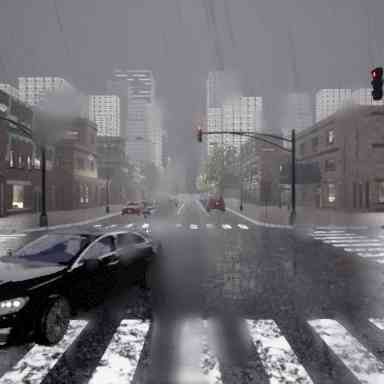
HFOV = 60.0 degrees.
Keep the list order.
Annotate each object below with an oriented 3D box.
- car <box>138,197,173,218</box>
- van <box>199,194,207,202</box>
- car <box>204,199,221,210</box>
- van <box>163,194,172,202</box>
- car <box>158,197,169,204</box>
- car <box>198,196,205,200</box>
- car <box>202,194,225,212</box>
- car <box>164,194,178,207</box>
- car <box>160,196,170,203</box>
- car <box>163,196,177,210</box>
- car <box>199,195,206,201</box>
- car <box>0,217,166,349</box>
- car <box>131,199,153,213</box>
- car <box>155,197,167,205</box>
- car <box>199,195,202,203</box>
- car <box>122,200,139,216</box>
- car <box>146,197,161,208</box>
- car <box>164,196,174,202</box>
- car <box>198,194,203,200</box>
[{"bbox_3d":[-3.100,1.502,29.539,2.128,1.511,4.902,0,0,0],"label":"car"},{"bbox_3d":[2.686,1.427,82.746,1.690,1.788,3.998,0,0,0],"label":"van"},{"bbox_3d":[2.688,1.590,44.069,1.947,1.339,4.313,0,0,0],"label":"car"},{"bbox_3d":[-5.693,1.415,77.220,1.690,1.788,3.998,0,0,0],"label":"van"},{"bbox_3d":[-5.693,1.636,66.169,1.802,1.307,4.206,0,0,0],"label":"car"},{"bbox_3d":[2.686,1.693,93.796,1.802,1.307,4.206,0,0,0],"label":"car"},{"bbox_3d":[2.689,1.333,38.543,2.192,1.841,5.009,0,0,0],"label":"car"},{"bbox_3d":[-3.091,1.522,50.133,2.128,1.511,4.902,0,0,0],"label":"car"},{"bbox_3d":[-5.693,1.589,71.524,1.752,1.417,4.829,0,0,0],"label":"car"},{"bbox_3d":[-3.097,1.524,39.715,1.837,1.490,4.892,0,0,0],"label":"car"},{"bbox_3d":[2.686,1.624,88.441,1.752,1.417,4.829,0,0,0],"label":"car"},{"bbox_3d":[-2.254,1.492,6.593,2.128,1.511,4.902,0,0,22],"label":"car"},{"bbox_3d":[-5.691,1.584,38.542,1.947,1.339,4.313,0,0,0],"label":"car"},{"bbox_3d":[-5.693,1.627,60.644,1.802,1.307,4.206,0,0,0],"label":"car"},{"bbox_3d":[2.688,1.603,55.120,1.947,1.339,4.313,0,0,0],"label":"car"},{"bbox_3d":[-5.779,1.558,33.021,1.887,1.381,4.507,0,0,0],"label":"car"},{"bbox_3d":[-5.692,1.555,49.423,1.752,1.417,4.829,0,0,0],"label":"car"},{"bbox_3d":[-5.694,1.637,82.745,2.008,1.369,4.403,0,0,0],"label":"car"},{"bbox_3d":[2.687,1.596,60.645,2.008,1.369,4.403,0,0,0],"label":"car"}]
